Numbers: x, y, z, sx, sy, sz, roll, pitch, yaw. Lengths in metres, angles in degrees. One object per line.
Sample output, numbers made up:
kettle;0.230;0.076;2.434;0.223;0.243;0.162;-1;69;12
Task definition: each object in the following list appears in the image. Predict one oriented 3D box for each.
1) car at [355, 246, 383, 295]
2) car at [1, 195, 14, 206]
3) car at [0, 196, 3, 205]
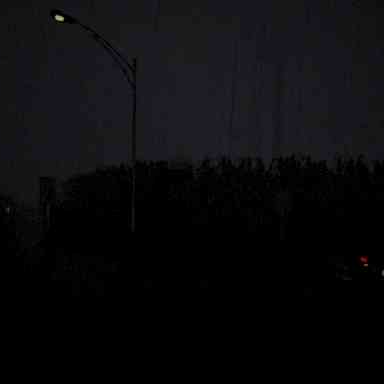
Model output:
car;5.646;1.563;7.231;4.181;1.385;1.994;0;0;-24
car;-26.954;1.197;48.168;2.128;1.511;4.902;0;0;-24
car;-18.969;1.347;30.650;1.812;1.442;4.674;0;0;-25
